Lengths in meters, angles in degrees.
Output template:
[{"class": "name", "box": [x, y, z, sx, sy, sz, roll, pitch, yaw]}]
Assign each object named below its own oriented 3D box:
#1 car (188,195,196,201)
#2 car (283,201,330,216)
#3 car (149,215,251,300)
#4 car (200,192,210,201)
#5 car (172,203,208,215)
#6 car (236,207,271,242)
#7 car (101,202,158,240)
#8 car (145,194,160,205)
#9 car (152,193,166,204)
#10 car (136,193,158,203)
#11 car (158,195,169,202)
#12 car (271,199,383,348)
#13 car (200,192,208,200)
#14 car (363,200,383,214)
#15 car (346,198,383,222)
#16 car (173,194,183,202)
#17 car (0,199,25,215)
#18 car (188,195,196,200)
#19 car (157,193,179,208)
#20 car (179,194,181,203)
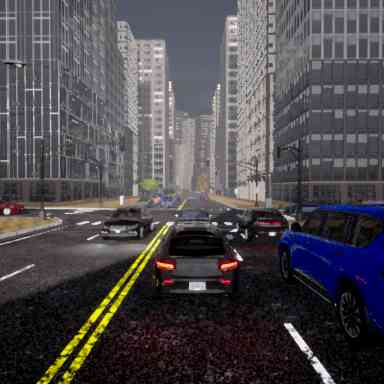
[{"class": "car", "box": [-0.056, 1.464, 80.807, 2.033, 1.411, 5.357, 0, 0, 0]}, {"class": "car", "box": [11.695, 1.636, 34.171, 4.181, 1.385, 1.994, 0, 1, 0]}, {"class": "car", "box": [0.093, 1.522, 8.270, 1.812, 1.442, 4.674, 0, 0, 0]}, {"class": "car", "box": [3.196, 1.443, 79.589, 1.812, 1.442, 4.674, 0, 0, 0]}, {"class": "car", "box": [0.089, 1.538, 17.544, 2.033, 1.411, 5.357, 0, 0, 0]}, {"class": "car", "box": [3.339, 1.496, 16.273, 1.837, 1.490, 4.892, 0, 0, 0]}, {"class": "car", "box": [-3.168, 1.495, 17.078, 1.837, 1.490, 4.892, 0, 0, 3]}, {"class": "car", "box": [-6.624, 1.309, 56.473, 2.097, 1.767, 4.553, 0, 0, 0]}, {"class": "car", "box": [-6.577, 1.166, 66.002, 2.150, 2.045, 5.566, 0, 0, 1]}, {"class": "car", "box": [-6.660, 1.318, 47.835, 2.097, 1.767, 4.553, 0, 0, 1]}, {"class": "car", "box": [-6.554, 1.470, 76.482, 2.033, 1.411, 5.357, 0, 0, 0]}, {"class": "car", "box": [3.349, 1.218, 6.413, 2.150, 2.045, 5.566, 0, 0, 0]}, {"class": "car", "box": [3.188, 0.967, 89.619, 2.150, 2.045, 5.566, 0, 0, 0]}, {"class": "car", "box": [21.784, 1.643, 36.682, 4.829, 1.417, 1.752, 1, 0, 1]}, {"class": "car", "box": [16.181, 1.519, 28.391, 5.009, 1.841, 2.192, 1, 0, 1]}, {"class": "car", "box": [-3.304, 1.284, 77.379, 2.097, 1.767, 4.553, 0, 0, 0]}, {"class": "car", "box": [-18.539, 1.330, 31.516, 5.008, 1.535, 1.882, 1, 1, 1]}, {"class": "car", "box": [-0.063, 1.461, 90.703, 1.994, 1.385, 4.181, 0, 0, 0]}, {"class": "car", "box": [-3.378, 1.318, 47.883, 2.097, 1.767, 4.553, 0, 0, 0]}, {"class": "car", "box": [-3.374, 1.503, 57.355, 2.033, 1.411, 5.357, 0, 0, 0]}]
